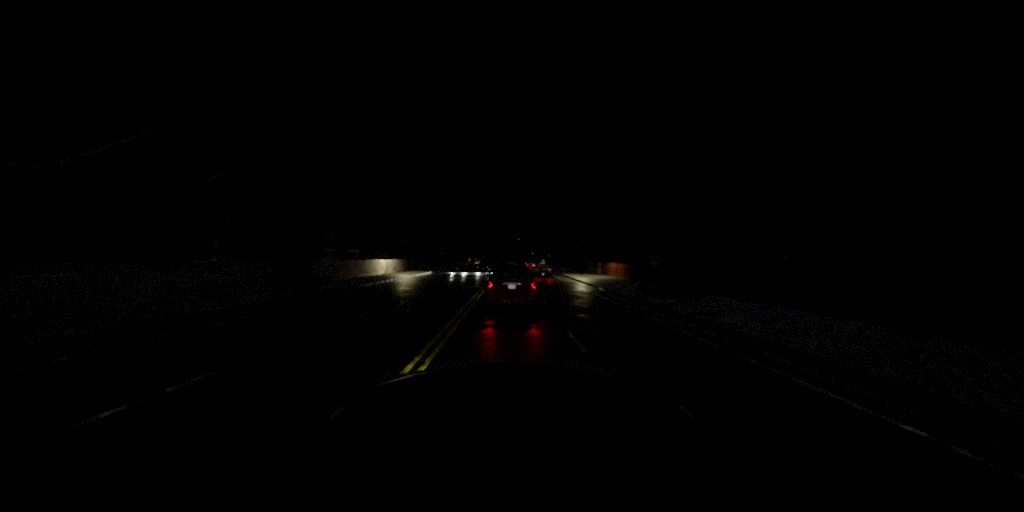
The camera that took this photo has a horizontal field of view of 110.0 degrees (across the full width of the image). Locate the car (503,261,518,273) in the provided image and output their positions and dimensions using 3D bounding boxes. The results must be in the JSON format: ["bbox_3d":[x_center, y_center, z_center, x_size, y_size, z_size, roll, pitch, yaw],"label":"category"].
[{"bbox_3d":[-0.182,1.449,47.658,1.812,1.442,4.674,1,0,0],"label":"car"}]

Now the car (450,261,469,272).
[{"bbox_3d":[-6.820,1.339,46.813,1.812,1.442,4.674,1,0,0],"label":"car"}]

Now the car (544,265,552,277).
[{"bbox_3d":[3.115,1.540,38.146,1.895,1.301,4.718,1,0,0],"label":"car"}]

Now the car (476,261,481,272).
[{"bbox_3d":[-3.571,1.374,47.419,1.837,1.490,4.892,1,-1,0],"label":"car"}]

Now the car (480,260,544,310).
[{"bbox_3d":[-0.017,1.151,15.152,2.097,1.767,4.553,1,0,0],"label":"car"}]
